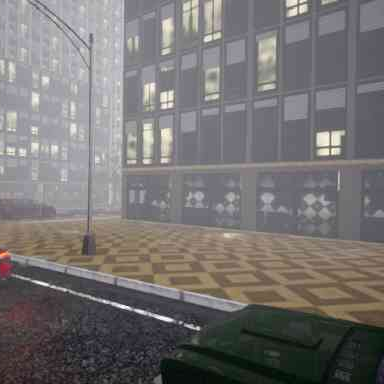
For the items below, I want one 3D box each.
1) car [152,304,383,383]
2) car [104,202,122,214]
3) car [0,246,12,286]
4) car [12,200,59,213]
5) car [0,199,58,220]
[{"bbox_3d":[1.983,1.601,2.272,4.718,1.301,1.895,0,0,35],"label":"car"},{"bbox_3d":[-8.100,1.829,39.188,1.752,1.417,4.829,1,0,36],"label":"car"},{"bbox_3d":[-6.128,1.521,8.018,4.674,1.442,1.812,0,0,35],"label":"car"},{"bbox_3d":[-18.396,1.641,39.327,1.752,1.417,4.829,1,0,36],"label":"car"},{"bbox_3d":[-14.875,1.518,29.960,2.192,1.841,5.009,1,0,36],"label":"car"}]
